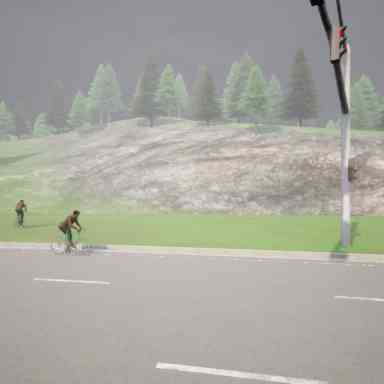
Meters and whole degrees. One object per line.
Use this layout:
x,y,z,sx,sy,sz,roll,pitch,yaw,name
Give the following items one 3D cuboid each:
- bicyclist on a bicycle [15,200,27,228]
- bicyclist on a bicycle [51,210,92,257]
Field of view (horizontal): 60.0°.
-10.031,1.284,19.495,0.582,1.620,1.656,0,-2,-7,bicyclist on a bicycle
-4.208,1.454,11.629,1.656,1.620,0.582,2,1,15,bicyclist on a bicycle
